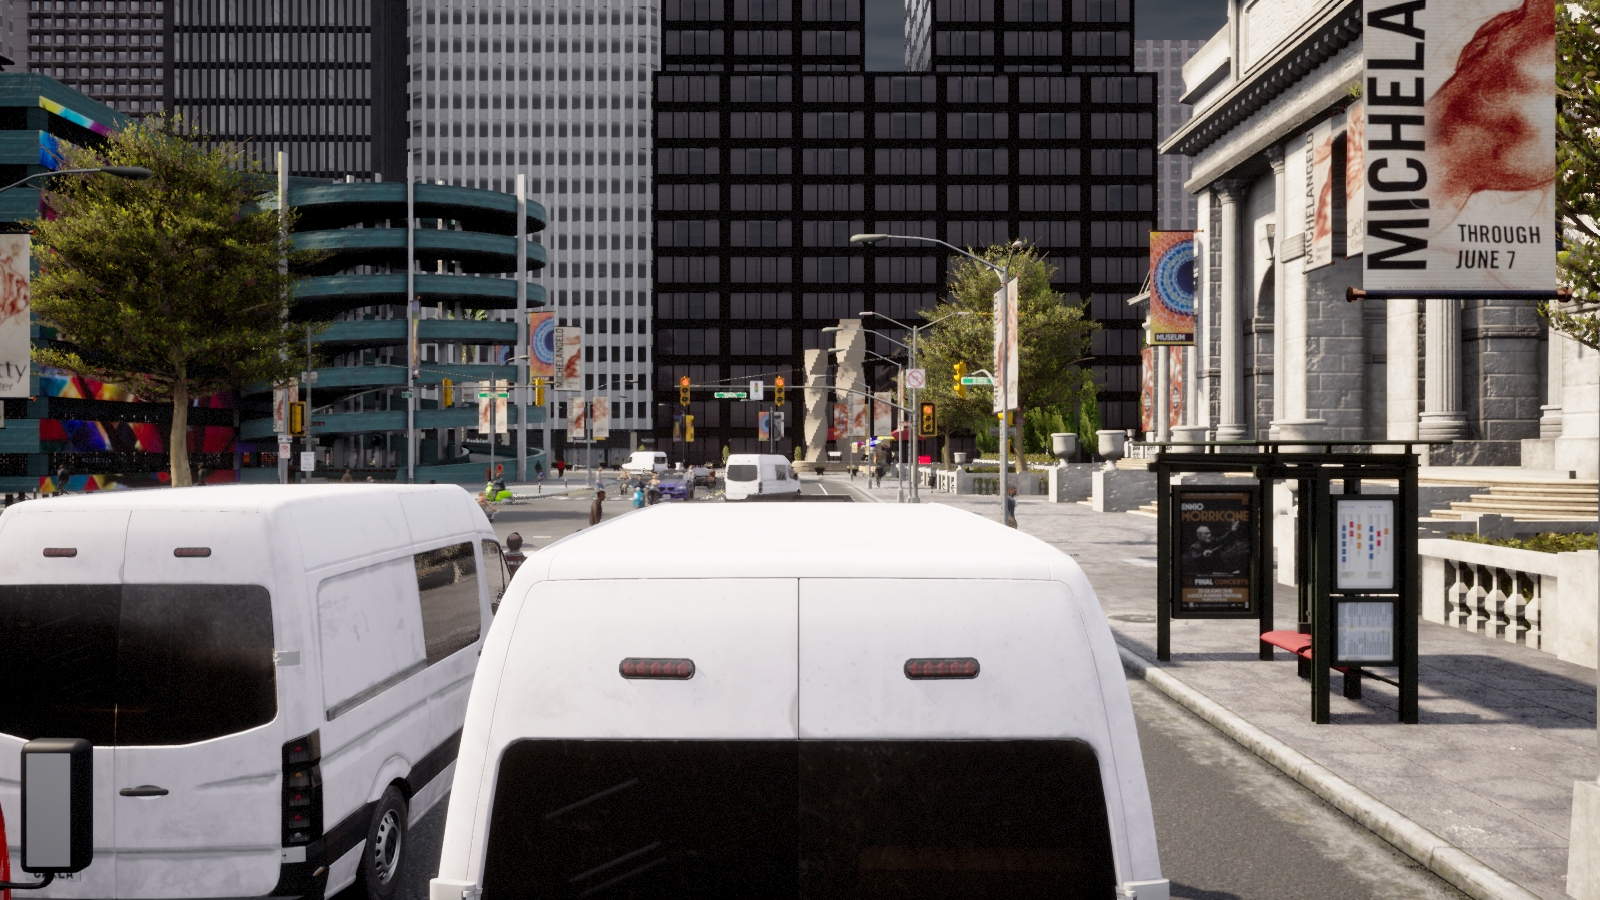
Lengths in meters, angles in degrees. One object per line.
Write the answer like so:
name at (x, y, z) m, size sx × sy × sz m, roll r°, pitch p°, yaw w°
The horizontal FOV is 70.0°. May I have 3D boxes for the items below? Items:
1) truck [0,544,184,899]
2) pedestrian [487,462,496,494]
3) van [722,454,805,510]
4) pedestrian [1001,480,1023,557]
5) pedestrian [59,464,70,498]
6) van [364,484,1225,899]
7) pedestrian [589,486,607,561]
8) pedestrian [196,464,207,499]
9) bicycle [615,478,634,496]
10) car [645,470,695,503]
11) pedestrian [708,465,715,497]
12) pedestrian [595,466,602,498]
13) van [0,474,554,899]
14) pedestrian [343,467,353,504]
truck at (-3.506, 1.567, 1.456) m, size 2.627 × 2.467 × 5.204 m, roll 0°, pitch 0°, yaw 0°
pedestrian at (-18.508, 1.671, 68.544) m, size 0.375 × 1.860 × 0.375 m, roll 0°, pitch 0°, yaw 15°
van at (-1.717, 1.512, 56.223) m, size 1.988 × 2.561 × 5.915 m, roll 0°, pitch 0°, yaw 21°
pedestrian at (5.217, 1.685, 28.134) m, size 0.375 × 1.860 × 0.375 m, roll 0°, pitch 0°, yaw 43°
pedestrian at (-39.992, 1.673, 62.142) m, size 0.375 × 1.860 × 0.375 m, roll 0°, pitch 0°, yaw 6°
van at (-0.014, 1.532, 5.596) m, size 1.988 × 2.561 × 5.915 m, roll 0°, pitch 0°, yaw 0°
pedestrian at (-5.064, 1.838, 28.631) m, size 0.375 × 1.860 × 0.375 m, roll 0°, pitch 0°, yaw 1°
pedestrian at (-32.092, 1.673, 61.222) m, size 0.375 × 1.860 × 0.375 m, roll 0°, pitch 0°, yaw 6°
bicycle at (-10.634, 2.230, 69.337) m, size 0.859 × 1.080 × 1.487 m, roll 0°, pitch 0°, yaw 2°
car at (-7.068, 1.944, 62.740) m, size 2.242 × 1.667 × 4.611 m, roll 0°, pitch 0°, yaw 0°
pedestrian at (-5.165, 1.824, 66.882) m, size 0.375 × 1.860 × 0.375 m, roll 0°, pitch 0°, yaw 3°
pedestrian at (-11.508, 1.824, 65.325) m, size 0.375 × 1.860 × 0.375 m, roll 0°, pitch 0°, yaw -17°
van at (-3.517, 1.531, 8.781) m, size 1.988 × 2.561 × 5.915 m, roll 0°, pitch 0°, yaw 0°
pedestrian at (-23.135, 1.823, 58.442) m, size 0.375 × 1.860 × 0.375 m, roll 0°, pitch 0°, yaw -2°
